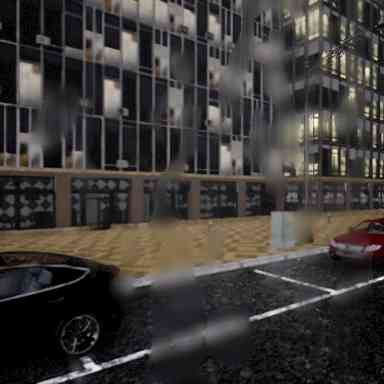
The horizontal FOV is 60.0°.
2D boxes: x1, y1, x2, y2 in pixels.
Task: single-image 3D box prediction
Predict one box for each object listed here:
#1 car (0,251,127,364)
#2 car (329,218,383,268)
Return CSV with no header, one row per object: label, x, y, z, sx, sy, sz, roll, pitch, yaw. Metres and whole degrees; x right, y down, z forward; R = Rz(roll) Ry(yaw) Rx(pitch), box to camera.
car,-3.001,1.563,4.420,4.313,1.339,1.947,0,0,-35
car,6.286,1.549,11.002,4.206,1.307,1.802,0,0,-35
